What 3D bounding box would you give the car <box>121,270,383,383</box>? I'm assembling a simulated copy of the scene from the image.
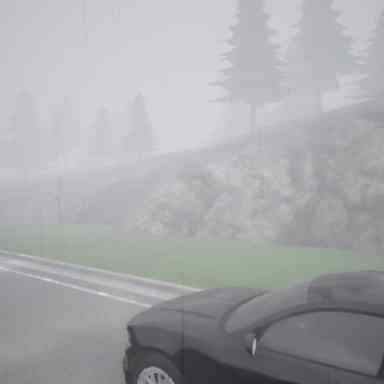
[{"bbox_3d":[1.531,1.480,2.900,5.008,1.535,1.882,0,0,35],"label":"car"}]
